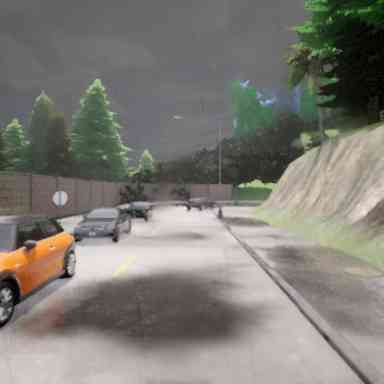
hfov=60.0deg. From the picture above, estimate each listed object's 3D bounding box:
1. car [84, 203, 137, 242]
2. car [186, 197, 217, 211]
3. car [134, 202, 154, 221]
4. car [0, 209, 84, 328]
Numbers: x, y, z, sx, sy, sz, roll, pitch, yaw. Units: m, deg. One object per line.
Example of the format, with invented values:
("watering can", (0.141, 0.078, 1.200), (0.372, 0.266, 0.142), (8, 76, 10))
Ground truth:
("car", (-4.082, 1.449, 15.959), (1.812, 1.442, 4.674), (0, 0, 0))
("car", (1.140, 1.326, 38.027), (1.837, 1.490, 4.892), (0, 0, 31))
("car", (-4.151, 1.476, 25.903), (1.895, 1.301, 4.718), (0, 0, 0))
("car", (-4.089, 1.318, 6.853), (2.097, 1.767, 4.553), (0, 0, 0))
